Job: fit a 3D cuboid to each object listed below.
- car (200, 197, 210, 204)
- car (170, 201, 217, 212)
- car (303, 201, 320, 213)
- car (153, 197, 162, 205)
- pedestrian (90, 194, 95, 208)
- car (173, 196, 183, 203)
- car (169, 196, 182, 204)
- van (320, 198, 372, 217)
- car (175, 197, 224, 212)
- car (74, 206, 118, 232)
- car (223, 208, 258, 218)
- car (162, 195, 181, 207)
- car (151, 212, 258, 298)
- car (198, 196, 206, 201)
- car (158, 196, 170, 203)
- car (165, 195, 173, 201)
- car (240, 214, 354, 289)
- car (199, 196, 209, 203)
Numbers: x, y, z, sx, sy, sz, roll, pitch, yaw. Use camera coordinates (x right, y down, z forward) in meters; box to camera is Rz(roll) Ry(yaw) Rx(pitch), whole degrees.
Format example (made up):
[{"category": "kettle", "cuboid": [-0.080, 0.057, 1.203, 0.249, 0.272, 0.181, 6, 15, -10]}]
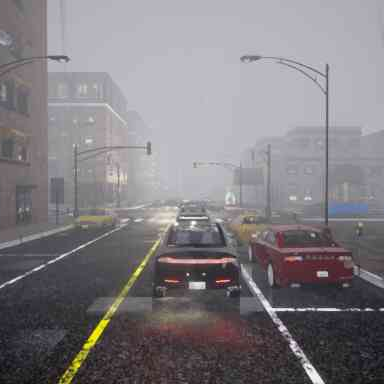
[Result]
[{"category": "car", "cuboid": [2.548, 1.623, 64.289, 1.802, 1.307, 4.206, 0, 0, 0]}, {"category": "car", "cuboid": [0.061, 1.494, 18.855, 2.128, 1.511, 4.902, 0, 0, 0]}, {"category": "car", "cuboid": [14.585, 1.599, 37.005, 4.181, 1.385, 1.994, 0, 0, -1]}, {"category": "car", "cuboid": [-5.821, 1.584, 58.562, 2.008, 1.369, 4.403, 0, 0, 0]}, {"category": "pedestrian", "cuboid": [-12.721, 1.083, 42.276, 0.375, 1.860, 0.375, 0, 0, -1]}, {"category": "car", "cuboid": [-3.161, 1.583, 75.702, 2.128, 1.511, 4.902, 0, 0, 0]}, {"category": "car", "cuboid": [-3.180, 1.534, 64.928, 2.128, 1.511, 4.902, 0, 0, 0]}, {"category": "van", "cuboid": [14.591, 1.416, 31.215, 3.998, 1.788, 1.690, 0, 0, -1]}, {"category": "car", "cuboid": [1.011, 1.555, 36.399, 5.357, 1.411, 2.033, 0, 1, 41]}, {"category": "car", "cuboid": [-5.739, 1.529, 20.240, 1.752, 1.417, 4.829, 0, 0, 0]}, {"category": "car", "cuboid": [2.653, 1.527, 14.897, 1.752, 1.417, 4.829, 0, 0, 0]}, {"category": "car", "cuboid": [-3.204, 1.589, 52.406, 1.994, 1.385, 4.181, 0, 0, 0]}, {"category": "car", "cuboid": [0.084, 1.491, 8.486, 2.128, 1.511, 4.902, 0, 0, 0]}, {"category": "car", "cuboid": [2.499, 1.629, 87.076, 2.008, 1.369, 4.403, -1, 0, 0]}, {"category": "car", "cuboid": [-5.845, 1.600, 69.956, 2.008, 1.369, 4.403, 0, 0, 0]}, {"category": "car", "cuboid": [-5.882, 1.604, 86.875, 1.752, 1.417, 4.829, 0, 0, 0]}, {"category": "car", "cuboid": [2.666, 1.545, 9.030, 1.887, 1.381, 4.507, 0, 0, 0]}, {"category": "car", "cuboid": [2.535, 1.601, 69.986, 2.008, 1.369, 4.403, 0, 0, 0]}]
